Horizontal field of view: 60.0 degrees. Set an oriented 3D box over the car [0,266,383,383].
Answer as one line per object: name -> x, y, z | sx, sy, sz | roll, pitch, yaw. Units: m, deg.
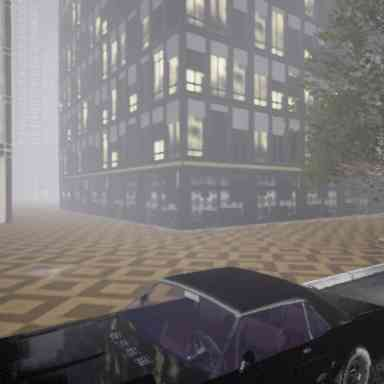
car -> 0.108, 1.607, 3.452 | 4.718, 1.301, 1.895 | 0, 0, -35
